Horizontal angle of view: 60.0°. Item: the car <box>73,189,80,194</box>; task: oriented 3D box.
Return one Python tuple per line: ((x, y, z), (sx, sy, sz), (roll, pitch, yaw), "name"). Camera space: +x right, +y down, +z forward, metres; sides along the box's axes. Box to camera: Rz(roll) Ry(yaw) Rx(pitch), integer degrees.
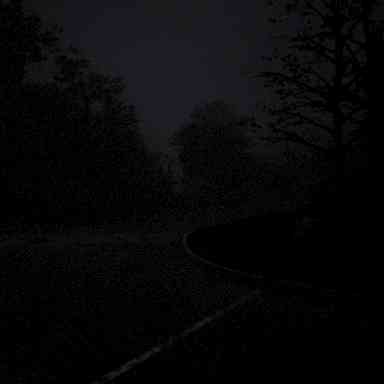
((-21.403, -0.199, 56.406), (1.882, 1.535, 5.008), (-1, 0, 35), "car")
